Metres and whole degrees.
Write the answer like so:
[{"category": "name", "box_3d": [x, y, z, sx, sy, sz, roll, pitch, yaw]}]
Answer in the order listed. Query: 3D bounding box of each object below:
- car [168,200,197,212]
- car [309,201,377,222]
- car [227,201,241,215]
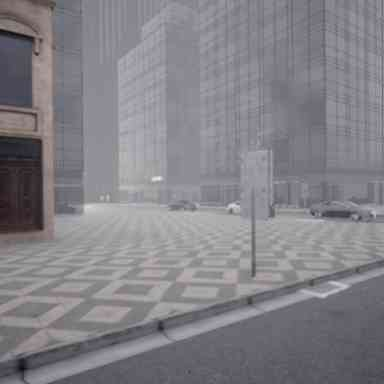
[{"category": "car", "box_3d": [-1.298, 1.747, 42.509, 1.837, 1.490, 4.892, -1, -1, -36]}, {"category": "car", "box_3d": [11.294, 1.401, 25.121, 2.128, 1.511, 4.902, -1, 0, -35]}, {"category": "car", "box_3d": [5.460, 1.589, 33.176, 1.812, 1.442, 4.674, -1, 0, -36]}]
